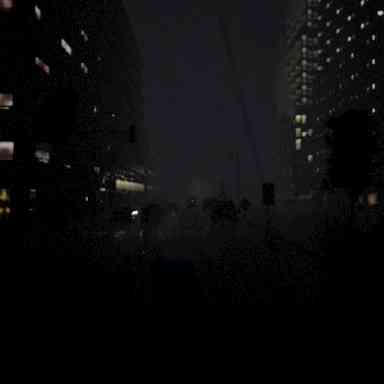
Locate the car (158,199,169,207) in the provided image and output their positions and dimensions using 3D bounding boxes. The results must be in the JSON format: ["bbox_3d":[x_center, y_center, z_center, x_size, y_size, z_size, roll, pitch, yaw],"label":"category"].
[{"bbox_3d":[-5.699,2.175,67.206,1.967,1.590,4.097,0,-1,0],"label":"car"}]

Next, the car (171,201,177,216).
[{"bbox_3d":[-3.100,2.001,38.074,1.895,1.301,4.718,0,-1,0],"label":"car"}]

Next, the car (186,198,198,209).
[{"bbox_3d":[-0.004,2.168,57.295,2.033,1.411,5.357,0,-1,0],"label":"car"}]

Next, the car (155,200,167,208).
[{"bbox_3d":[-5.698,2.253,61.679,1.802,1.307,4.206,0,-1,0],"label":"car"}]

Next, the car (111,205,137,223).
[{"bbox_3d":[-5.695,1.846,28.521,2.008,1.369,4.403,0,-1,0],"label":"car"}]

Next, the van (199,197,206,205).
[{"bbox_3d":[2.680,2.275,83.785,1.690,1.788,3.998,0,-1,0],"label":"van"}]

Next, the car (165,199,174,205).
[{"bbox_3d":[-5.699,2.478,83.783,1.887,1.381,4.507,0,-1,0],"label":"car"}]

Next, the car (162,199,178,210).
[{"bbox_3d":[-3.076,2.121,48.627,1.895,1.301,4.718,0,-1,0],"label":"car"}]

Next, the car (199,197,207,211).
[{"bbox_3d":[2.682,1.858,50.628,2.192,1.841,5.009,0,-1,0],"label":"car"}]

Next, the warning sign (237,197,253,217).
[{"bbox_3d":[5.070,1.447,31.783,1.300,1.860,1.060,0,0,0],"label":"warning sign"}]

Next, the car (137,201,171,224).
[{"bbox_3d":[-3.101,1.768,27.943,1.882,1.535,5.008,0,-1,0],"label":"car"}]

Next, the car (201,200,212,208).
[{"bbox_3d":[2.682,2.216,61.679,1.887,1.381,4.507,0,-1,0],"label":"car"}]

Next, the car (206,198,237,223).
[{"bbox_3d":[2.684,1.611,28.524,2.192,1.841,5.009,0,-1,0],"label":"car"}]

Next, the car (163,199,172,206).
[{"bbox_3d":[-5.699,2.390,78.088,1.752,1.417,4.829,0,-1,0],"label":"car"}]

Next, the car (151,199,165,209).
[{"bbox_3d":[-5.698,2.047,56.153,1.967,1.590,4.097,0,-1,0],"label":"car"}]

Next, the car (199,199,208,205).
[{"bbox_3d":[2.681,2.394,78.428,1.752,1.417,4.829,0,-1,0],"label":"car"}]

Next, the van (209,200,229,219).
[{"bbox_3d":[2.683,1.697,34.049,1.690,1.788,3.998,0,-1,0],"label":"van"}]
